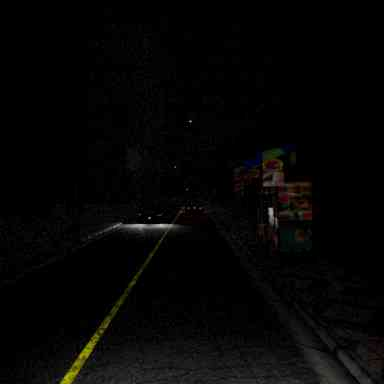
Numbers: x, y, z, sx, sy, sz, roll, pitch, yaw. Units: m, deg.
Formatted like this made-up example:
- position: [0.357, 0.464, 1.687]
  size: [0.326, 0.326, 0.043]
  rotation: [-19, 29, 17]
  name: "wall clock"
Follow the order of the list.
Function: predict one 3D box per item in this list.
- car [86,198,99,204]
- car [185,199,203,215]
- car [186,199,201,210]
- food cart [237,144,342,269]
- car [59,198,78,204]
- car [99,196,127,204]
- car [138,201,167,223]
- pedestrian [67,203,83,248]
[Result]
- position: [-18.739, 1.858, 65.926]
  size: [4.313, 1.339, 1.947]
  rotation: [0, -2, 0]
  name: "car"
- position: [0.230, 1.609, 34.626]
  size: [2.033, 1.411, 5.357]
  rotation: [0, 0, 0]
  name: "car"
- position: [0.215, 1.656, 45.118]
  size: [1.994, 1.385, 4.181]
  rotation: [0, 0, 2]
  name: "car"
- position: [3.134, 0.477, 11.973]
  size: [2.280, 3.560, 4.660]
  rotation: [-2, -2, 0]
  name: "food cart"
- position: [-24.226, 1.877, 65.940]
  size: [4.206, 1.307, 1.802]
  rotation: [0, -2, 0]
  name: "car"
- position: [-13.309, 1.485, 57.394]
  size: [4.097, 1.590, 1.967]
  rotation: [0, -2, -1]
  name: "car"
- position: [-2.993, 1.538, 26.024]
  size: [1.837, 1.490, 4.892]
  rotation: [0, 2, 0]
  name: "car"
- position: [-4.720, 1.307, 13.547]
  size: [0.375, 1.860, 0.375]
  rotation: [2, -2, -10]
  name: "pedestrian"
